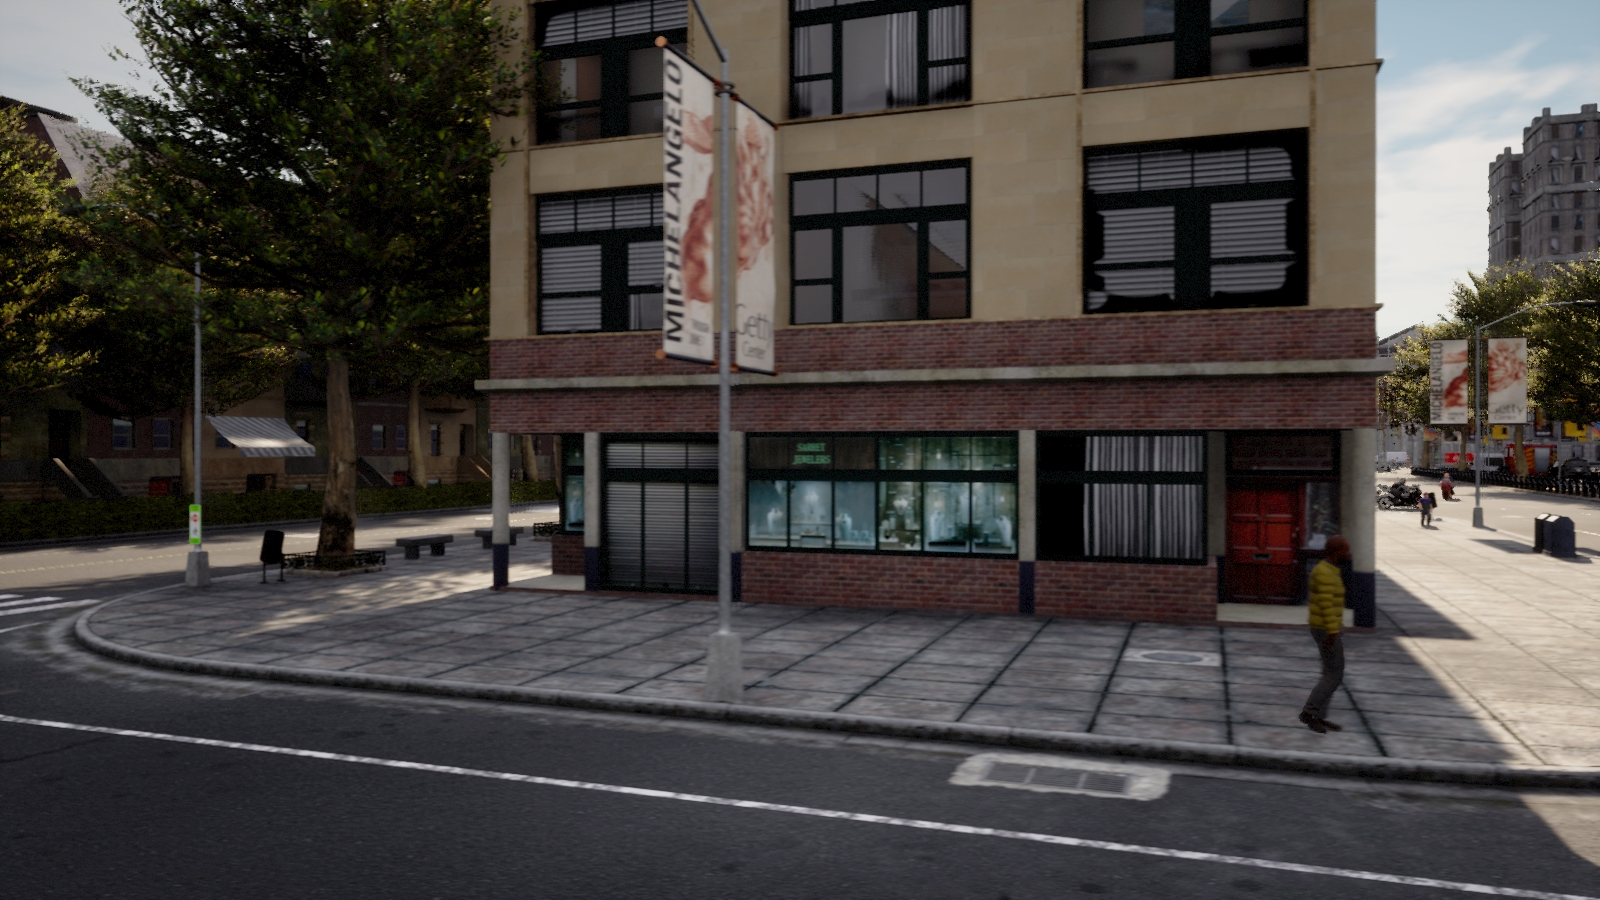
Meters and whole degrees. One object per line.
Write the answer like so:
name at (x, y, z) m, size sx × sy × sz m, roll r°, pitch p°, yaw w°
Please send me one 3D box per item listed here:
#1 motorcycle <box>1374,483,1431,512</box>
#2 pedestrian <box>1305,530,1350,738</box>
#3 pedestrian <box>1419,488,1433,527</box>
motorcycle at (28.353, 2.209, 53.756) m, size 2.209 × 1.251 × 0.867 m, roll 0°, pitch 2°, yaw 44°
pedestrian at (4.934, 1.696, 10.681) m, size 0.375 × 1.860 × 0.375 m, roll 0°, pitch 0°, yaw 26°
pedestrian at (21.594, 1.979, 39.425) m, size 0.375 × 1.300 × 0.375 m, roll 0°, pitch 0°, yaw 19°
